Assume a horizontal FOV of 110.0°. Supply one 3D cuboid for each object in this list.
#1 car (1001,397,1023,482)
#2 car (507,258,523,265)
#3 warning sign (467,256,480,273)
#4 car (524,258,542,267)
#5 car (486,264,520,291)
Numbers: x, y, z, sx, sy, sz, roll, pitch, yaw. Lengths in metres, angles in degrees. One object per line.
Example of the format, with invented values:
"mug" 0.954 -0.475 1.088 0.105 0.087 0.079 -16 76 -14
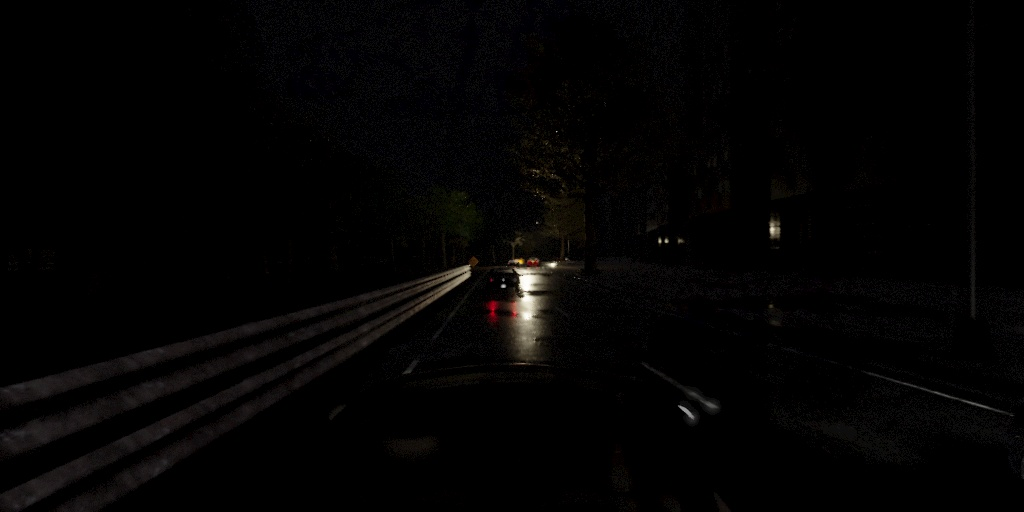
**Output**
"car" 5.056 1.257 0.916 1.812 1.442 4.674 0 0 -8
"car" 0.326 1.347 64.428 1.895 1.301 4.718 0 0 7
"warning sign" -4.106 0.876 38.385 1.300 1.860 1.060 0 0 0
"car" 3.896 1.084 64.916 2.097 1.767 4.553 0 0 7
"car" -0.565 1.352 21.884 1.895 1.301 4.718 0 0 -2
